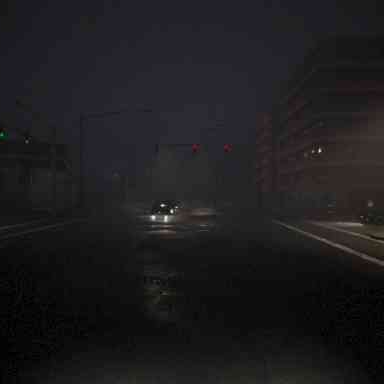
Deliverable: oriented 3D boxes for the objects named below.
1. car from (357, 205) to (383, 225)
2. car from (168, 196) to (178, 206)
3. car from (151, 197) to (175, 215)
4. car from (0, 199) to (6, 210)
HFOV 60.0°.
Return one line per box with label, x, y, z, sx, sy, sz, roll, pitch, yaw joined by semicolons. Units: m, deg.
car;13.898;1.565;23.300;4.181;1.385;1.994;0;0;0
car;-3.231;1.564;44.118;1.994;1.385;4.181;0;0;0
car;-3.153;1.547;34.731;2.033;1.411;5.357;0;0;-1
car;-24.030;1.456;38.948;3.806;1.475;1.970;0;0;1
